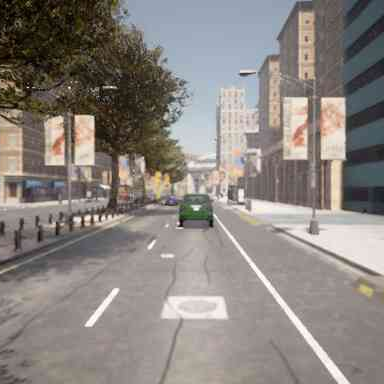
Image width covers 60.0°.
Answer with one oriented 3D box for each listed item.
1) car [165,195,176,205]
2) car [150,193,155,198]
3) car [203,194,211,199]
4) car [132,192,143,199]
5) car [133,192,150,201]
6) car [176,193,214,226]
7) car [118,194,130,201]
[{"bbox_3d":[-2.984,1.240,50.495,1.812,1.442,4.674,0,0,0],"label":"car"},{"bbox_3d":[-10.758,1.021,86.501,2.128,1.511,4.902,0,0,1],"label":"car"},{"bbox_3d":[4.028,1.098,90.705,1.895,1.301,4.718,0,0,0],"label":"car"},{"bbox_3d":[-14.257,0.844,86.561,2.097,1.767,4.553,0,0,1],"label":"car"},{"bbox_3d":[-10.896,1.129,70.669,2.033,1.411,5.357,0,0,1],"label":"car"},{"bbox_3d":[0.279,1.096,22.404,2.150,2.045,5.566,0,0,1],"label":"car"},{"bbox_3d":[-14.396,1.060,70.699,1.882,1.535,5.008,0,0,1],"label":"car"}]
